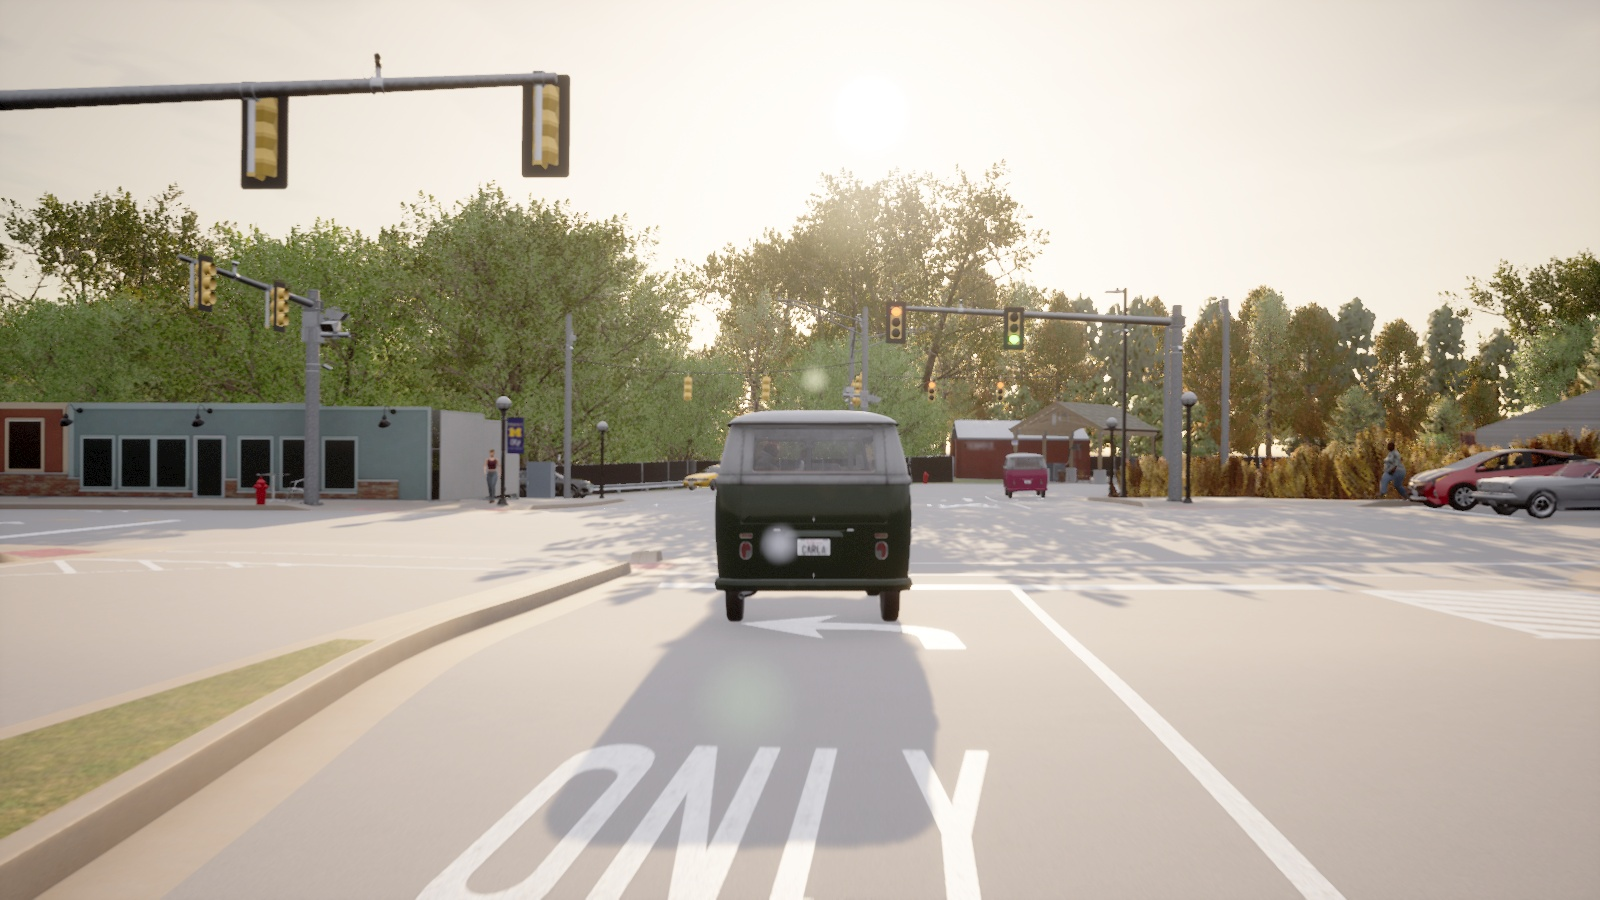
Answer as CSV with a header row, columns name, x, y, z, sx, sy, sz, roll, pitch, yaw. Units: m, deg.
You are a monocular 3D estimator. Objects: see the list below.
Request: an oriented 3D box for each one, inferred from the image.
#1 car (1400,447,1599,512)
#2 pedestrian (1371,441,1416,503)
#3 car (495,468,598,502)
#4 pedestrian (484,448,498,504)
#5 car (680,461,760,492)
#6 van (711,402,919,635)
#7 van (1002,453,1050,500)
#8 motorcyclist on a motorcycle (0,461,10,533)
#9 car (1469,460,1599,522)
name,x,y,z,sx,sy,sz,roll,pitch,yaw
car,18.113,0.747,32.138,4.514,1.525,2.007,-1,0,4
pedestrian,18.038,0.668,38.187,0.900,1.855,0.874,1,0,-9
car,-13.255,1.817,65.822,4.856,1.649,2.033,-1,0,8
pedestrian,-10.327,0.865,42.016,0.345,1.836,0.594,1,0,-4
car,-4.665,1.530,74.027,1.801,1.575,5.366,-1,1,33
van,0.121,0.640,12.960,1.775,1.987,4.442,0,-1,0
van,10.234,1.175,57.062,1.775,1.987,4.442,-1,0,6
motorcyclist on a motorcycle,-17.851,0.983,26.417,2.044,1.523,0.797,0,0,6
car,18.053,0.892,28.464,4.718,1.301,1.895,-1,0,4
